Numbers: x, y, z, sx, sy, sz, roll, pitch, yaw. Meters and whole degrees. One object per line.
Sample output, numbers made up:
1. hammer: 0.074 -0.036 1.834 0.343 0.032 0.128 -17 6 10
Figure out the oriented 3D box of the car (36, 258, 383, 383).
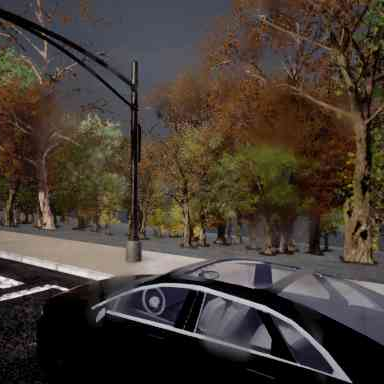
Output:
1. car: 0.238 1.491 3.503 4.902 1.511 2.128 0 0 37
